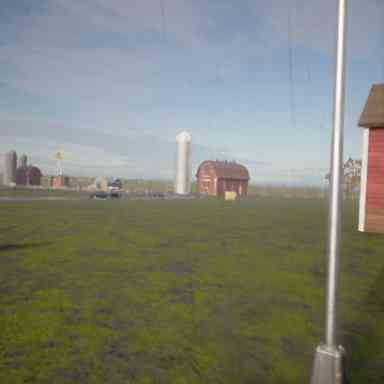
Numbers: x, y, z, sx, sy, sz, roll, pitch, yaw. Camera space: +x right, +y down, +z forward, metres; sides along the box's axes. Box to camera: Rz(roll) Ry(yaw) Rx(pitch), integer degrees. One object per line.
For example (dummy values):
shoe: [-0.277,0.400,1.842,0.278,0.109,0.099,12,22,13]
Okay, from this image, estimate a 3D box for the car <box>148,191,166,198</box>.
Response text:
car: [-7.607,0.604,72.792,1.837,1.490,4.892,3,1,28]

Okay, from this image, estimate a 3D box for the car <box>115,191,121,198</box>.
car: [-16.142,0.430,65.329,1.882,1.535,5.008,3,1,37]

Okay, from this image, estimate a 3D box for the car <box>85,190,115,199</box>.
car: [-16.802,0.515,59.780,1.837,1.490,4.892,3,1,36]
